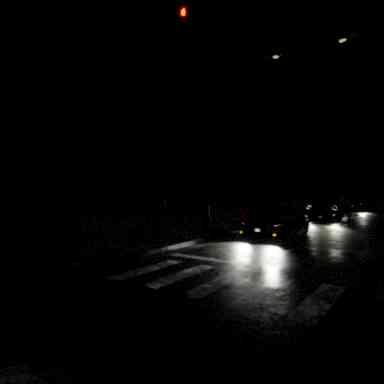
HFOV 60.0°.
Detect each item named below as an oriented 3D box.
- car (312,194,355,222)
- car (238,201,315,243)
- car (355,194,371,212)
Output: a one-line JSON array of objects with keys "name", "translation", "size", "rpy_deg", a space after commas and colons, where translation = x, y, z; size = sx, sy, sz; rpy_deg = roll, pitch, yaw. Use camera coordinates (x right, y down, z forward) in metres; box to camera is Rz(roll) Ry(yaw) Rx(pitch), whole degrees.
[{"name": "car", "translation": [9.308, 0.952, 22.580], "size": [2.097, 1.767, 4.553], "rpy_deg": [0, 1, 36]}, {"name": "car", "translation": [3.736, 1.308, 14.832], "size": [1.994, 1.385, 4.181], "rpy_deg": [0, 1, 35]}, {"name": "car", "translation": [15.326, 0.956, 30.923], "size": [1.837, 1.490, 4.892], "rpy_deg": [0, 1, 36]}]
